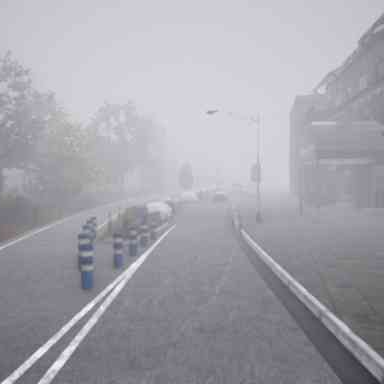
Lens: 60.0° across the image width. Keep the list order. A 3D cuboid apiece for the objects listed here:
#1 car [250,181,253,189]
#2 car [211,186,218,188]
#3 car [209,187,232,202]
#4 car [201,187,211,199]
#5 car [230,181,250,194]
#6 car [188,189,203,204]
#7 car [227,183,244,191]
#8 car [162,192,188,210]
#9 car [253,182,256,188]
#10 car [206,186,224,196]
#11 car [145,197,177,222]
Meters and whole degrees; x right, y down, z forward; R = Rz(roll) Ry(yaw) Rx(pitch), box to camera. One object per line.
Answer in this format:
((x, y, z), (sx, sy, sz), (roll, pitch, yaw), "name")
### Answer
((12.081, -1.322, 79.439), (2.231, 1.521, 4.892), (-3, 2, 26), "car")
((2.305, 0.024, 53.311), (2.231, 1.521, 4.892), (0, 3, 16), "car")
((3.708, 0.525, 43.191), (1.812, 1.442, 4.674), (0, 3, 11), "car")
((0.917, 0.317, 47.780), (2.097, 1.535, 5.008), (0, 3, 14), "car")
((8.633, -0.693, 61.085), (2.150, 2.045, 5.566), (0, 3, 19), "car")
((-0.403, 0.655, 41.697), (2.002, 1.452, 4.674), (-1, 2, 12), "car")
((9.736, -1.055, 74.369), (2.231, 1.521, 4.892), (-3, 2, 25), "car")
((-2.124, 1.093, 31.313), (2.097, 1.535, 5.008), (1, 3, 9), "car")
((14.604, -1.842, 84.446), (2.435, 2.045, 5.566), (-3, 2, 28), "car")
((4.118, -0.288, 59.364), (2.097, 1.535, 5.008), (0, 3, 18), "car")
((-2.629, 1.438, 25.199), (2.002, 1.452, 4.674), (-2, 2, 4), "car")
